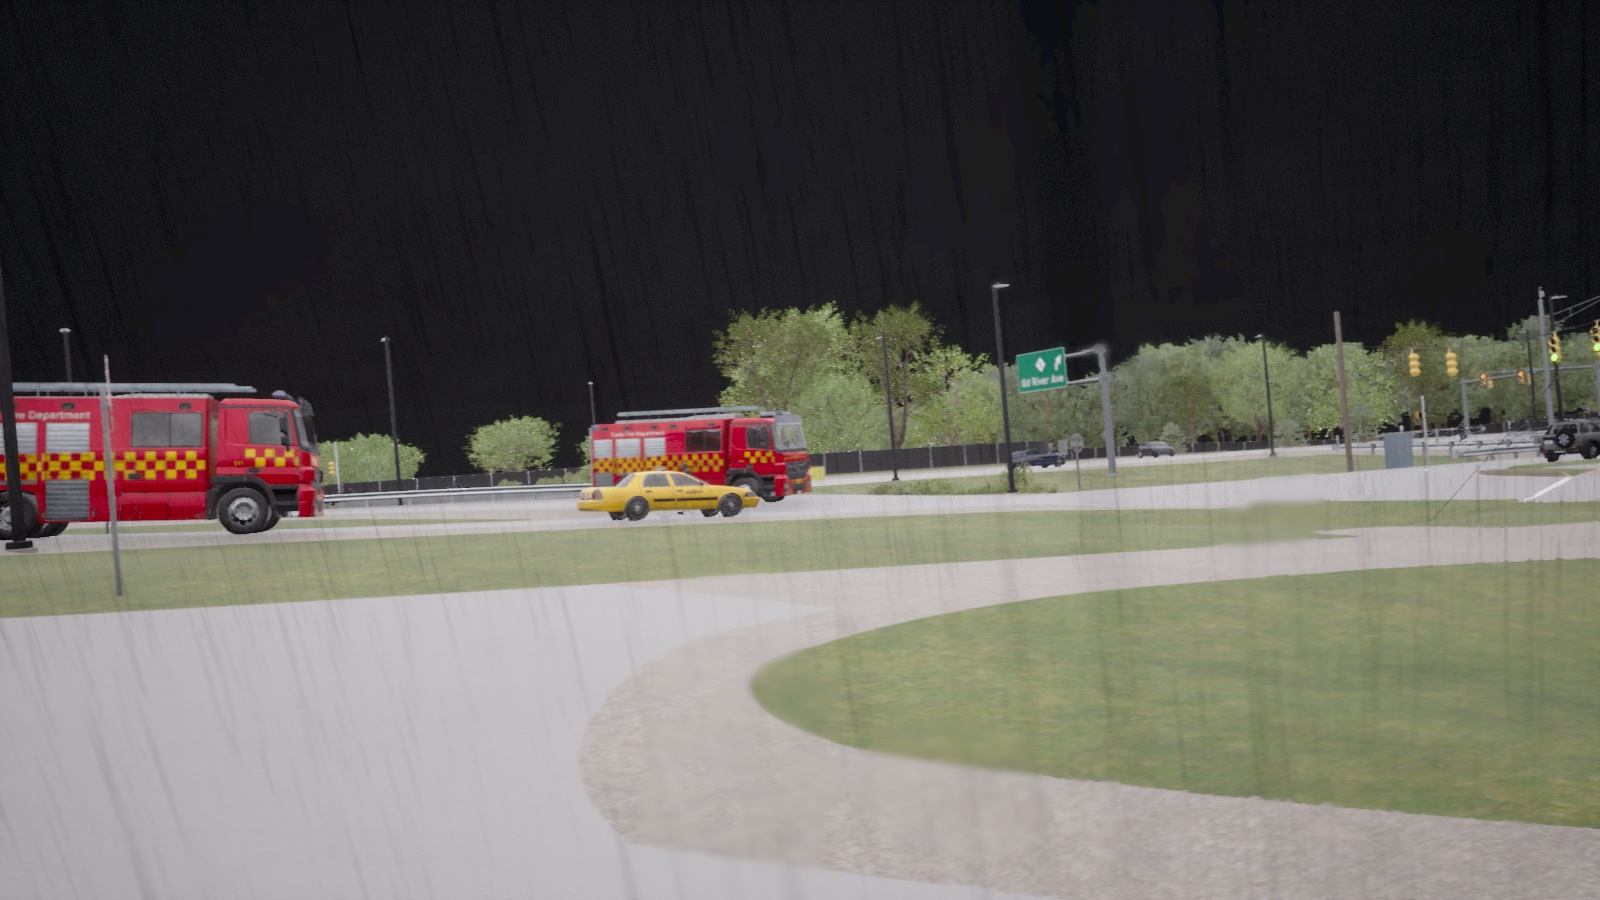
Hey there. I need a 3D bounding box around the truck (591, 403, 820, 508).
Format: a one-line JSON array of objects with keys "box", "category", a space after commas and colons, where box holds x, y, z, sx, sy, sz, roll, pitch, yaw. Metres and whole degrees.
[{"box": [-3.748, 0.247, 49.365, 8.468, 3.827, 2.891, -1, 1, 24], "category": "truck"}]

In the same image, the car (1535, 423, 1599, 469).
[{"box": [34.693, -0.218, 55.107, 4.605, 1.855, 1.932, -3, -1, -27], "category": "car"}]

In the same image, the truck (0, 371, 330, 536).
[{"box": [-16.351, 0.124, 31.324, 8.468, 3.827, 2.891, 0, -2, -16], "category": "truck"}]

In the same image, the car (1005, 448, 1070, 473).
[{"box": [16.841, 0.732, 88.982, 4.193, 1.474, 1.816, -3, -1, -27], "category": "car"}]

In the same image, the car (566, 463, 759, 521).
[{"box": [-4.046, 1.230, 37.190, 5.366, 1.575, 1.801, 0, -2, -26], "category": "car"}]
